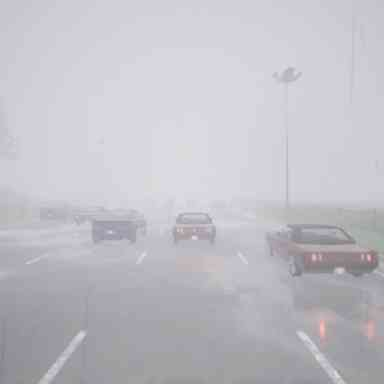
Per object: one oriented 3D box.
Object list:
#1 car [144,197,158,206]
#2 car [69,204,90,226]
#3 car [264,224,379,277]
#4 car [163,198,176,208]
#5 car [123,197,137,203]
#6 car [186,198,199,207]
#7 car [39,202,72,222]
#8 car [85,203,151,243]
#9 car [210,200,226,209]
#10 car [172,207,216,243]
[{"bbox_3d":[-7.023,1.654,57.132,1.837,1.490,4.892,0,0,0],"label":"car"},{"bbox_3d":[-6.902,1.664,24.104,1.895,1.301,4.718,0,0,0],"label":"car"},{"bbox_3d":[3.602,1.627,10.312,1.895,1.301,4.718,0,0,0],"label":"car"},{"bbox_3d":[-3.496,1.681,51.890,2.033,1.411,5.357,0,0,0],"label":"car"},{"bbox_3d":[-10.519,1.639,56.591,2.128,1.511,4.902,0,0,0],"label":"car"},{"bbox_3d":[0.002,1.661,52.564,1.812,1.442,4.674,0,0,0],"label":"car"},{"bbox_3d":[-10.403,1.548,26.709,1.882,1.535,5.008,0,0,0],"label":"car"},{"bbox_3d":[-3.401,1.520,16.327,1.882,1.535,5.008,0,0,0],"label":"car"},{"bbox_3d":[3.544,1.719,46.272,1.895,1.301,4.718,0,0,0],"label":"car"},{"bbox_3d":[0.100,1.643,16.261,1.895,1.301,4.718,0,0,0],"label":"car"}]
